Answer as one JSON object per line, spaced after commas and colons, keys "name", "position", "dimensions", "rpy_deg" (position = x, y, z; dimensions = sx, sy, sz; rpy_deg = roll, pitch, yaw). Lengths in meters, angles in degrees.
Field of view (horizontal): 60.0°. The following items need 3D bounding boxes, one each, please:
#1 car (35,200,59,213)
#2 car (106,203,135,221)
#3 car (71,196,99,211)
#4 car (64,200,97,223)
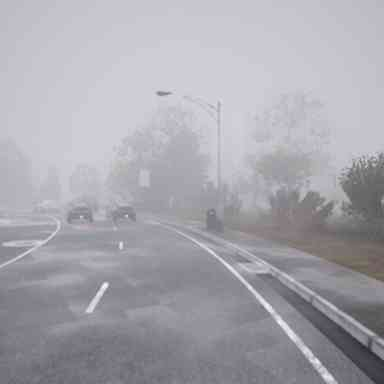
{"name": "car", "position": [-17.718, 1.709, 40.591], "dimensions": [1.812, 1.442, 4.674], "rpy_deg": [1, -1, -39]}
{"name": "car", "position": [-6.291, 1.694, 29.093], "dimensions": [1.837, 1.490, 4.892], "rpy_deg": [1, -1, -24]}
{"name": "car", "position": [-13.302, 1.460, 40.728], "dimensions": [2.150, 2.045, 5.566], "rpy_deg": [1, -1, -38]}
{"name": "car", "position": [-9.418, 1.655, 27.571], "dimensions": [1.837, 1.490, 4.892], "rpy_deg": [1, -1, -24]}
